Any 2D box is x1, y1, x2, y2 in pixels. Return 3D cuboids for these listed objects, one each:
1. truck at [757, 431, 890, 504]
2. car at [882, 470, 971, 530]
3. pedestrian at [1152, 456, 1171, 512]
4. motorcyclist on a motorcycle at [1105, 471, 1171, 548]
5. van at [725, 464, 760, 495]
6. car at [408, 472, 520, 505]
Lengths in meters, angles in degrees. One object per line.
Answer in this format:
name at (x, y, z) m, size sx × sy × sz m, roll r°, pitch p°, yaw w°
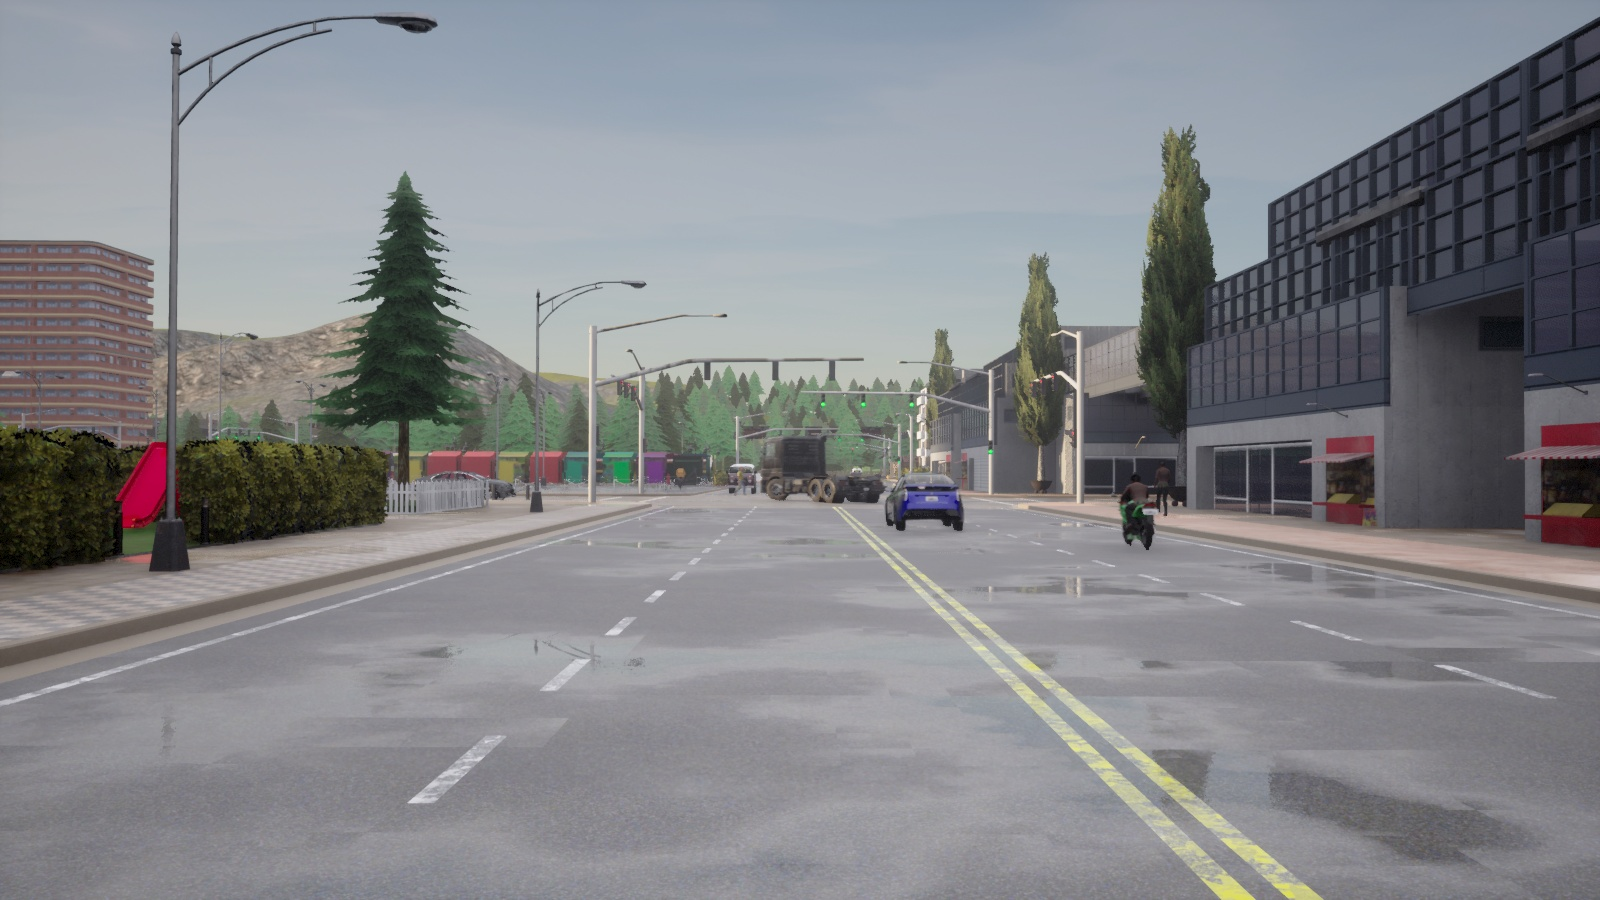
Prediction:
truck at (1.053, 0.896, 63.749) m, size 2.891 × 3.462 × 7.936 m, roll 1°, pitch -1°, yaw -32°
car at (3.414, 1.330, 34.732) m, size 2.007 × 1.525 × 4.514 m, roll 0°, pitch -1°, yaw 0°
pedestrian at (11.726, 1.109, 40.767) m, size 0.328 × 1.805 × 0.869 m, roll 0°, pitch -1°, yaw 0°
motorcyclist on a motorcycle at (6.936, 1.202, 25.875) m, size 0.797 × 1.523 × 2.044 m, roll 0°, pitch -1°, yaw 0°
van at (-3.870, 1.979, 85.083) m, size 2.069 × 2.038 × 4.480 m, roll 0°, pitch -1°, yaw 1°
car at (-16.275, 1.858, 61.007) m, size 4.902 × 1.511 × 2.128 m, roll 0°, pitch -1°, yaw 0°
